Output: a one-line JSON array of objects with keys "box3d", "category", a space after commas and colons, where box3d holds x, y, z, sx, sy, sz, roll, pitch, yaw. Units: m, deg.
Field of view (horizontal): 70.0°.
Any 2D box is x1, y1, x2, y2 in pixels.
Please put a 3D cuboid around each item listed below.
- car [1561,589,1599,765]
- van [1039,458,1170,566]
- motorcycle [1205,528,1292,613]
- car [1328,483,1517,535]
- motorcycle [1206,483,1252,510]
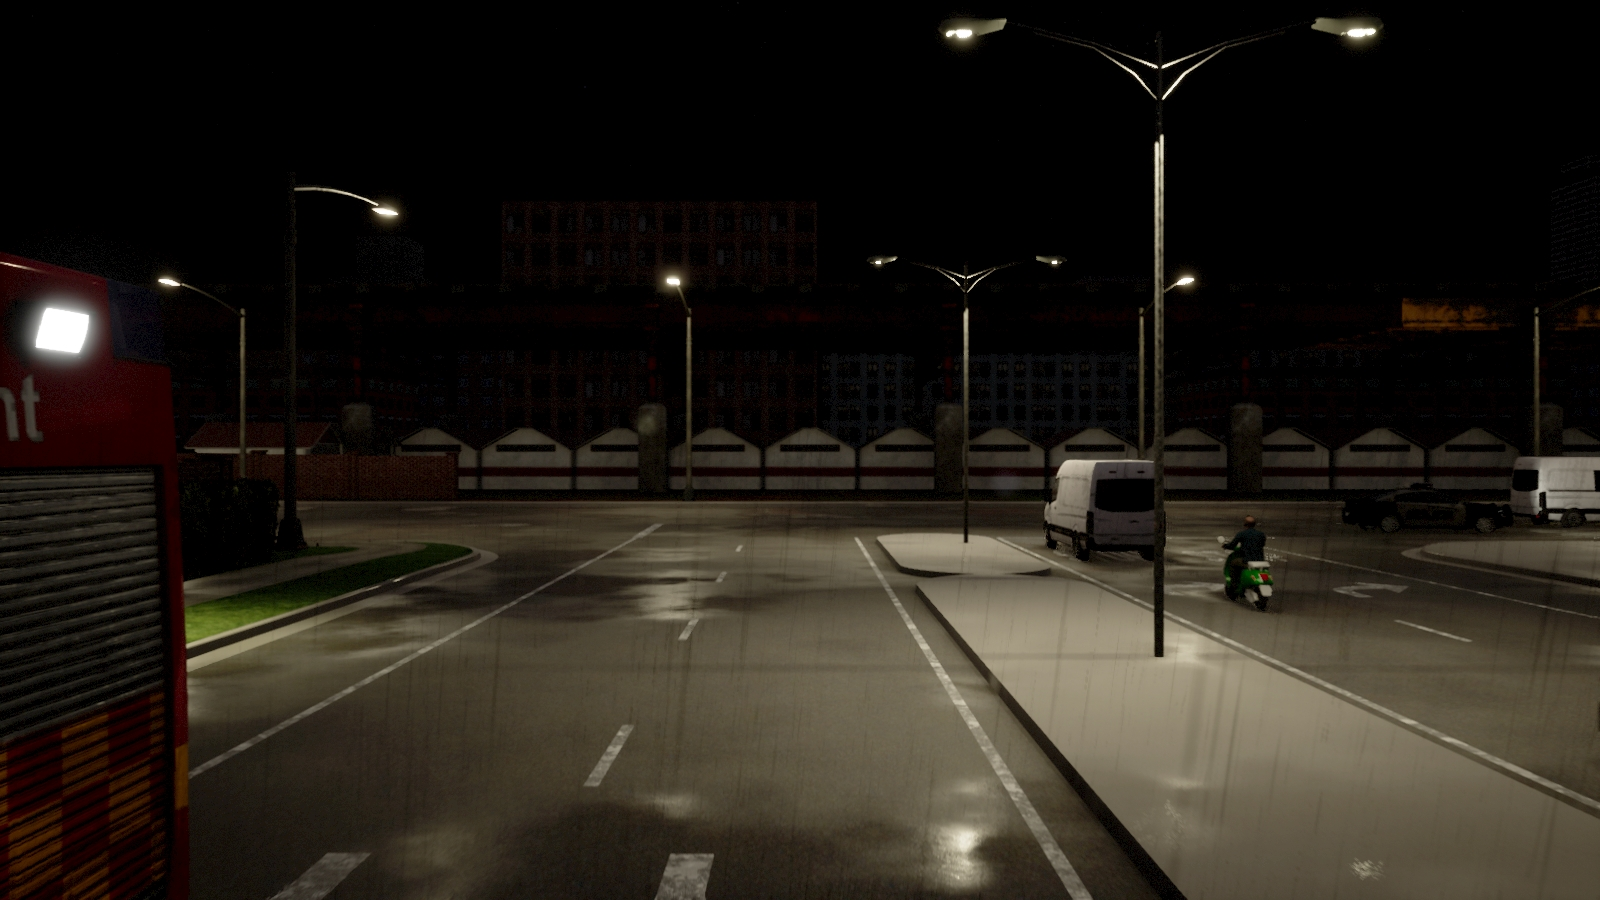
[{"box3d": [8.010, 2.036, 8.820, 1.845, 1.501, 3.633, 0, 0, 0], "category": "car"}, {"box3d": [8.050, 1.535, 30.854, 1.988, 2.561, 5.915, 0, 0, 0], "category": "van"}, {"box3d": [8.009, 2.129, 20.487, 0.856, 1.341, 1.805, 0, 0, 0], "category": "motorcycle"}, {"box3d": [21.019, 1.981, 38.772, 5.238, 1.638, 2.097, 0, 0, 4], "category": "car"}, {"box3d": [20.089, 2.181, 53.513, 1.805, 1.236, 0.856, 0, 0, 0], "category": "motorcycle"}]
